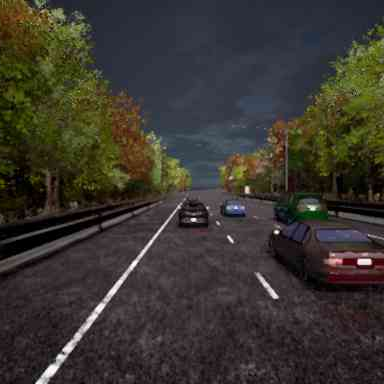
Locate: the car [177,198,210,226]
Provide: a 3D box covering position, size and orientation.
[{"bbox_3d":[0.094,1.355,21.872,1.837,1.490,4.892,0,0,0],"label":"car"}]

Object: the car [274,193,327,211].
[{"bbox_3d":[7.094,1.069,22.210,2.150,2.045,5.566,0,0,0],"label":"car"}]

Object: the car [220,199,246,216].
[{"bbox_3d":[3.593,1.341,29.799,2.033,1.411,5.357,0,0,0],"label":"car"}]

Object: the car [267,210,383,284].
[{"bbox_3d":[3.596,1.487,9.448,2.033,1.411,5.357,0,0,0],"label":"car"}]
